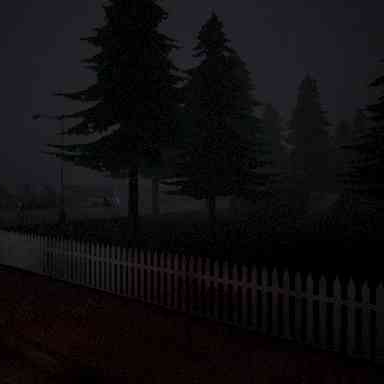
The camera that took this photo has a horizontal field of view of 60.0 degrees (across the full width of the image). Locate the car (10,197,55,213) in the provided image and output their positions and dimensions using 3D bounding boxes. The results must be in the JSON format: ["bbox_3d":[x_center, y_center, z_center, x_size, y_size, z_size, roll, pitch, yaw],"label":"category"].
[{"bbox_3d":[-18.032,1.352,37.629,2.097,1.767,4.553,0,0,34],"label":"car"}]

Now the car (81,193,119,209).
[{"bbox_3d":[-12.537,1.221,45.704,2.150,2.045,5.566,0,0,34],"label":"car"}]

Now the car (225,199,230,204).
[{"bbox_3d":[4.292,1.221,51.455,2.150,2.045,5.566,0,0,34],"label":"car"}]

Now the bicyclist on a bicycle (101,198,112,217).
[{"bbox_3d":[-7.176,1.302,27.836,1.656,1.620,0.582,0,0,34],"label":"bicyclist on a bicycle"}]

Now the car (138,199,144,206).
[{"bbox_3d":[-6.801,1.491,54.093,2.128,1.511,4.902,0,0,35],"label":"car"}]

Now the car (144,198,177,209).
[{"bbox_3d":[-3.977,1.526,45.531,1.812,1.442,4.674,0,0,34],"label":"car"}]
